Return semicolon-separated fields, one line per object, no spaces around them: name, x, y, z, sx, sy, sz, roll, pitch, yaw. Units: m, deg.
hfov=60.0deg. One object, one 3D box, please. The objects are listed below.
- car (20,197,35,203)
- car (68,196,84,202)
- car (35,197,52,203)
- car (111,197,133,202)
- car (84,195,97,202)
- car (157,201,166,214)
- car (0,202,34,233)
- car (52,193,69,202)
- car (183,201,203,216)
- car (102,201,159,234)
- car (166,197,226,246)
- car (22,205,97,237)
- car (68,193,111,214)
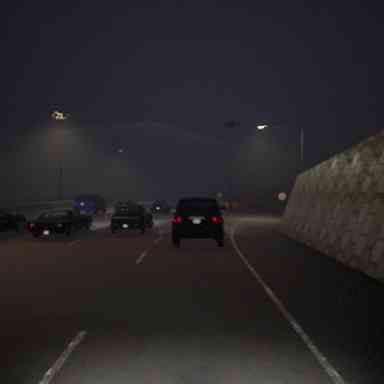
car;-31.510;1.656;64.651;1.895;1.301;4.718;0;0;0
car;-28.013;1.617;80.515;2.033;1.411;5.357;0;0;0
car;-28.010;1.657;64.652;1.895;1.301;4.718;0;0;0
car;-6.906;1.525;35.133;2.128;1.511;4.902;0;0;0
car;-24.513;1.577;80.516;1.837;1.490;4.892;0;0;0
car;-3.406;1.598;35.534;1.994;1.385;4.181;0;0;0
car;-10.403;1.508;17.100;2.128;1.511;4.902;0;0;0
car;-24.510;1.287;64.653;2.150;2.045;5.566;0;0;0
car;0.095;1.634;33.584;1.895;1.301;4.718;0;0;0
car;-3.402;1.510;19.406;2.128;1.511;4.902;0;0;0
car;0.394;1.236;15.589;2.150;2.045;5.566;0;0;4
car;-6.902;1.618;17.970;1.895;1.301;4.718;0;0;0
car;-10.405;1.254;34.258;2.150;2.045;5.566;0;0;0
